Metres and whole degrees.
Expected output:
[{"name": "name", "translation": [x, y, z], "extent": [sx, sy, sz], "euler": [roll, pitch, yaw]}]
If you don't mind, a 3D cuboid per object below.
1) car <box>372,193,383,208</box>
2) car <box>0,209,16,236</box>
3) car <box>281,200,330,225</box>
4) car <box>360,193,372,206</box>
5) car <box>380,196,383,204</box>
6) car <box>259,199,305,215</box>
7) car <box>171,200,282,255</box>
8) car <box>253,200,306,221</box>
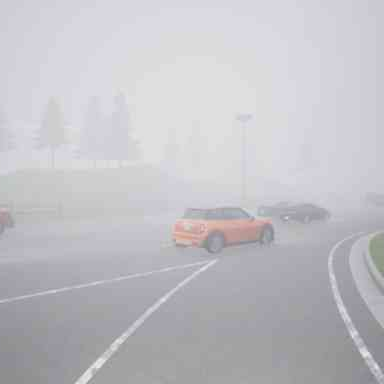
[{"name": "car", "translation": [26.910, 1.341, 45.426], "extent": [4.553, 1.767, 2.097], "euler": [0, 0, -41]}, {"name": "car", "translation": [-11.736, 1.220, 16.118], "extent": [5.566, 2.045, 2.150], "euler": [0, 0, -41]}, {"name": "car", "translation": [8.322, 1.500, 24.428], "extent": [4.892, 1.490, 1.837], "euler": [0, 0, -41]}, {"name": "car", "translation": [28.893, 1.205, 51.829], "extent": [5.566, 2.045, 2.150], "euler": [0, 0, -41]}, {"name": "car", "translation": [38.942, 1.507, 65.455], "extent": [4.674, 1.442, 1.812], "euler": [0, 0, -41]}, {"name": "car", "translation": [9.518, 1.538, 34.800], "extent": [5.357, 1.411, 2.033], "euler": [0, 0, -41]}, {"name": "car", "translation": [1.396, 1.348, 13.681], "extent": [4.553, 1.767, 2.097], "euler": [0, 0, -41]}, {"name": "car", "translation": [7.571, 1.470, 28.428], "extent": [5.008, 1.535, 1.882], "euler": [0, 0, -41]}]
